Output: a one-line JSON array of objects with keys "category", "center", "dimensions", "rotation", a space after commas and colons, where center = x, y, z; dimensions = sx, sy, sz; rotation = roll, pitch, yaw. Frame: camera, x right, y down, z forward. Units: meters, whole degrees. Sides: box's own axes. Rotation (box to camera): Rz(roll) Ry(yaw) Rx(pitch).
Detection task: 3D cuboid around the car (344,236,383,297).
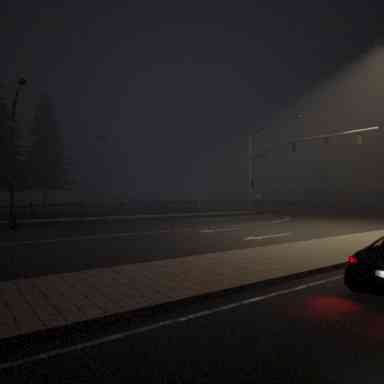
[{"category": "car", "center": [5.356, 1.564, 7.597], "dimensions": [4.181, 1.385, 1.994], "rotation": [0, 0, -35]}]
